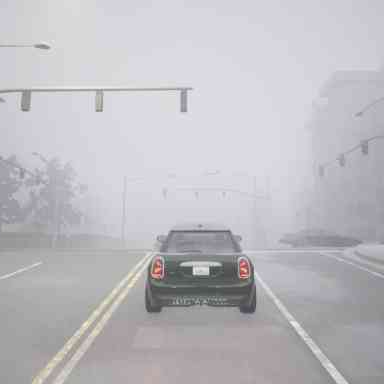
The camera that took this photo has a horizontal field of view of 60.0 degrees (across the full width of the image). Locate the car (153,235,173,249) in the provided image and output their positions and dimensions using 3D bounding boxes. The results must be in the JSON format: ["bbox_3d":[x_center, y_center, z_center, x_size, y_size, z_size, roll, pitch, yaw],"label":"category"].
[{"bbox_3d":[-3.132,5.584,36.885,1.837,1.490,4.892,0,-9,0],"label":"car"}]

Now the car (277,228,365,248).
[{"bbox_3d":[8.577,3.151,22.466,5.357,1.411,2.033,1,-10,2],"label":"car"}]

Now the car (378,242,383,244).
[{"bbox_3d":[17.225,4.278,26.170,4.892,1.490,1.837,5,-9,1],"label":"car"}]

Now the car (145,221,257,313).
[{"bbox_3d":[0.179,1.486,8.130,2.097,1.767,4.553,0,-1,0],"label":"car"}]
